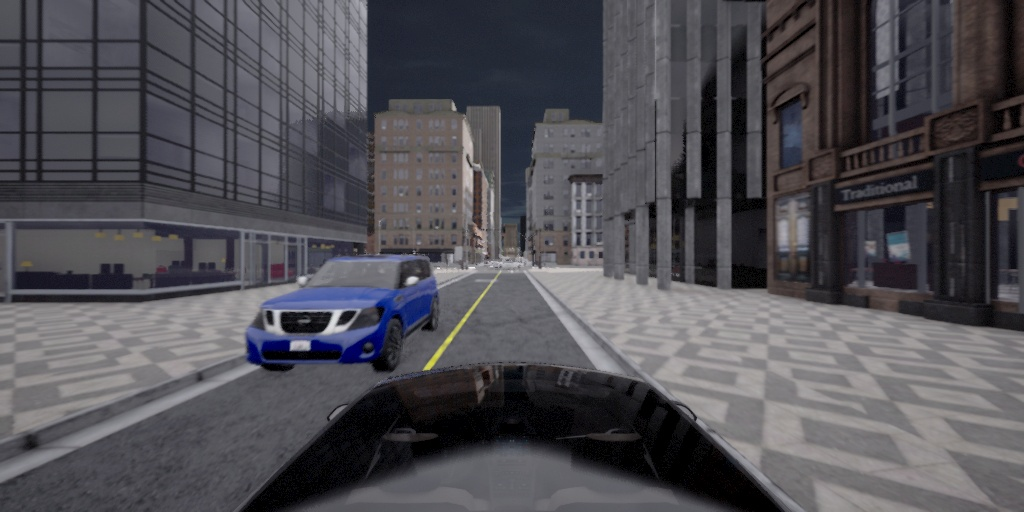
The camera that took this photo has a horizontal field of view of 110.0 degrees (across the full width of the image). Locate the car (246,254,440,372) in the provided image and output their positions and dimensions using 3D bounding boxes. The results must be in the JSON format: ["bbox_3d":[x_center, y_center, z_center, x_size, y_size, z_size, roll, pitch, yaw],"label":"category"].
[{"bbox_3d":[-3.101,0.973,8.016,2.150,2.045,5.566,0,0,0],"label":"car"}]

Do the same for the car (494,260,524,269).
[{"bbox_3d":[-0.439,1.369,56.525,4.674,1.442,1.812,0,0,0],"label":"car"}]
